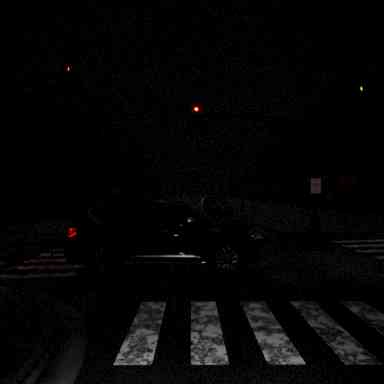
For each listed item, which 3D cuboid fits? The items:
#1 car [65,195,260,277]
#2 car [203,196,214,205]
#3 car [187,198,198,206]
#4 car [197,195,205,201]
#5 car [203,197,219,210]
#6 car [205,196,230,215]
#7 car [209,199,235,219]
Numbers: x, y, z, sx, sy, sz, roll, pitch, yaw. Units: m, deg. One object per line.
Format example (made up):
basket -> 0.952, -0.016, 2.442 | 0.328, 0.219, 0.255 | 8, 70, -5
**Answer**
car -> -0.839, 1.241, 9.908 | 5.566, 2.045, 2.150 | -1, 0, 0
car -> 2.959, 1.581, 61.105 | 1.801, 1.575, 5.366 | 0, 0, 0
car -> 0.042, 1.721, 60.103 | 1.895, 1.301, 4.718 | 0, 0, 0
car -> 2.525, 1.712, 94.544 | 1.967, 1.590, 4.097 | -1, 0, 0
car -> 2.579, 1.514, 45.922 | 1.967, 1.590, 4.097 | -1, 0, 0
car -> 2.590, 1.360, 35.117 | 2.192, 1.841, 5.009 | -1, 0, 0
car -> 2.597, 1.473, 29.715 | 1.967, 1.590, 4.097 | -1, 0, 0
